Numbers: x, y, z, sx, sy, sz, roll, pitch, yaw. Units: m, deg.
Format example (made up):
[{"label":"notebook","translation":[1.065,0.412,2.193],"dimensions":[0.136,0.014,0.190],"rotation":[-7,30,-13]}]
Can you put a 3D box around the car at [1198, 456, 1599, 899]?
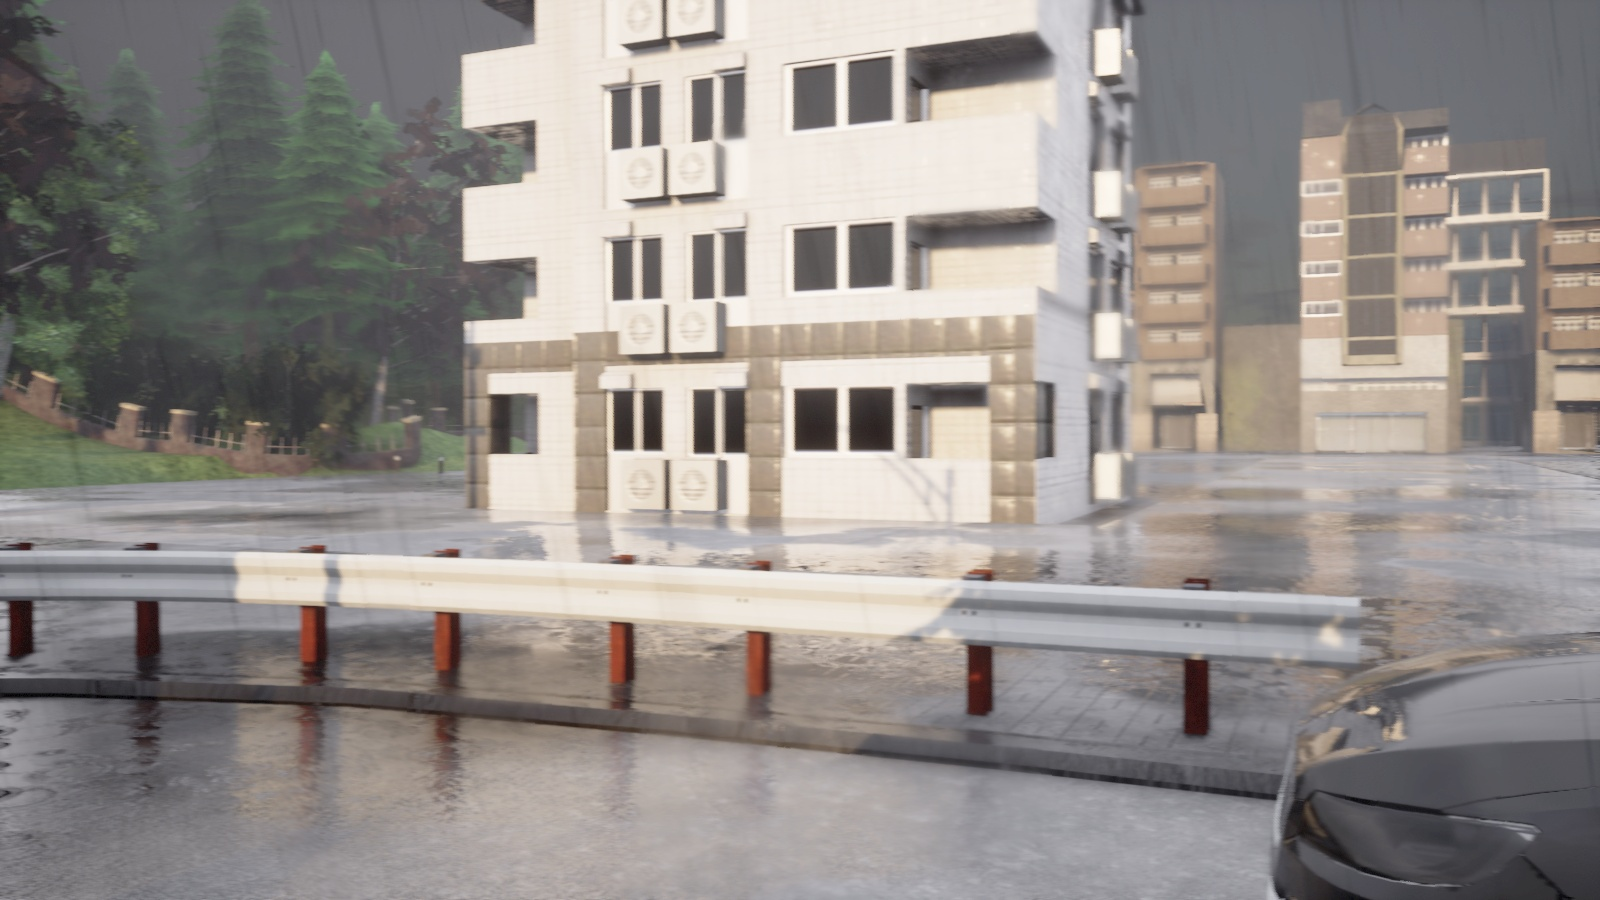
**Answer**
[{"label":"car","translation":[3.425,0.801,2.440],"dimensions":[4.892,1.490,1.837],"rotation":[1,1,23]}]
